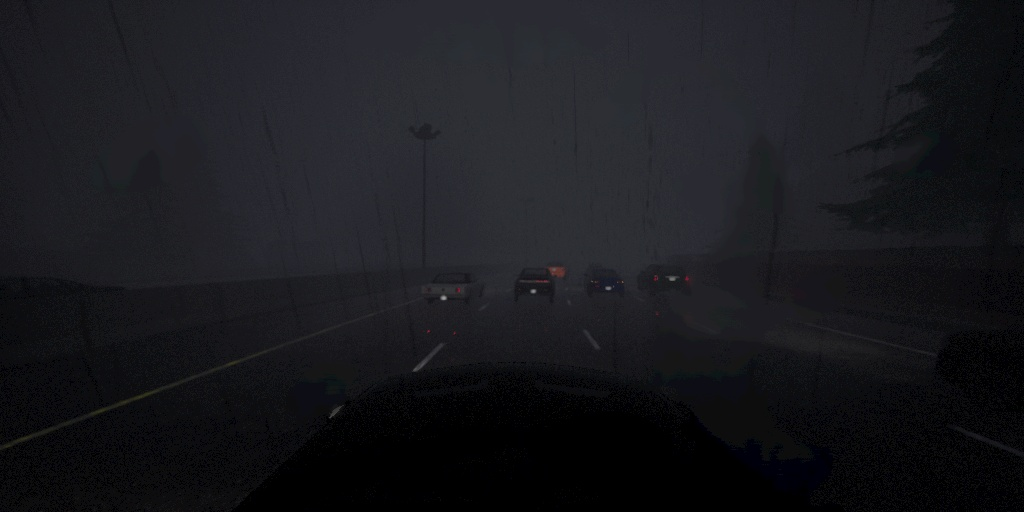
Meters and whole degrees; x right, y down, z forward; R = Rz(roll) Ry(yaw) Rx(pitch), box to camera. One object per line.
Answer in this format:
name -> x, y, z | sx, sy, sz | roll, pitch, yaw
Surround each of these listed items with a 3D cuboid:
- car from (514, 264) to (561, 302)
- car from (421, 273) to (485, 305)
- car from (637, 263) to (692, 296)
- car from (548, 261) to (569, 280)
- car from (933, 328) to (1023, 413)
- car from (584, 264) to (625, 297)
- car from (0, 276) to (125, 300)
car -> 1.206, 1.329, 17.890 | 2.128, 1.511, 4.902 | 0, 0, 7
car -> -2.497, 1.409, 16.546 | 1.895, 1.301, 4.718 | 0, 0, 6
car -> 8.678, 1.250, 20.808 | 2.097, 1.767, 4.553 | 0, 0, 8
car -> 4.325, 1.291, 34.581 | 2.097, 1.767, 4.553 | 0, 0, 14
car -> 7.190, 1.294, 3.270 | 2.128, 1.511, 4.902 | 0, 0, 1
car -> 4.991, 1.395, 19.716 | 1.812, 1.442, 4.674 | 0, 0, 8
car -> -13.812, 1.251, 9.572 | 2.033, 1.411, 5.357 | 0, 0, 3
